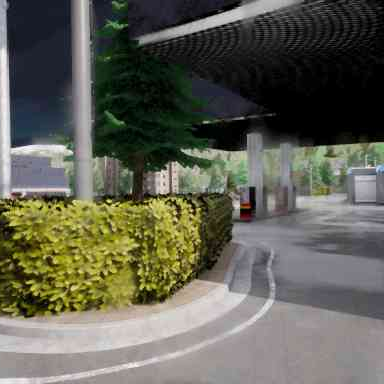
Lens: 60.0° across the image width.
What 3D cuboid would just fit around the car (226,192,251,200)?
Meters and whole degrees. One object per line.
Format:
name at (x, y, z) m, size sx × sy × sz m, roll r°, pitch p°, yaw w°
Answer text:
car at (9.250, 0.812, 66.484) m, size 4.514 × 1.523 × 2.007 m, roll -1°, pitch 1°, yaw 35°

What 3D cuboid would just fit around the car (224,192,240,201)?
car at (7.477, 0.851, 63.896) m, size 5.027 × 1.636 × 2.152 m, roll -1°, pitch 1°, yaw 35°

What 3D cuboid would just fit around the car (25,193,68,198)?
car at (-14.743, 1.183, 33.582) m, size 3.866 × 1.878 × 1.905 m, roll -1°, pitch 1°, yaw 35°

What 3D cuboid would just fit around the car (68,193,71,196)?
car at (-24.200, 1.124, 63.874) m, size 3.866 × 1.878 × 1.905 m, roll -1°, pitch 1°, yaw 35°
